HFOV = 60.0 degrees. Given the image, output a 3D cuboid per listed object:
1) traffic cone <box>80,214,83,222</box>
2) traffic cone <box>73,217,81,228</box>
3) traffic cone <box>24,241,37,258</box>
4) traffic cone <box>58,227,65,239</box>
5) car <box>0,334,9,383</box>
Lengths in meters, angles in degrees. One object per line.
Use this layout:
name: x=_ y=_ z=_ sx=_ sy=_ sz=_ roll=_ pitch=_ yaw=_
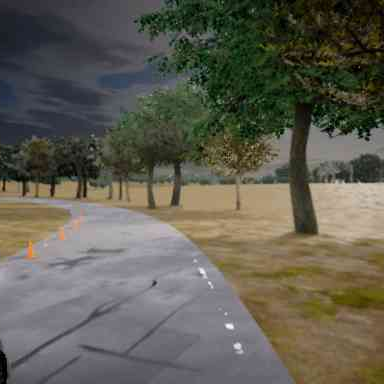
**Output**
traffic cone: x=-8.724 y=2.026 z=26.037 sx=0.340 sy=0.580 sz=0.340 roll=0 pitch=0 yaw=-16
traffic cone: x=-7.482 y=2.026 z=21.330 sx=0.340 sy=0.580 sz=0.340 roll=0 pitch=0 yaw=-13
traffic cone: x=-5.703 y=2.013 z=11.761 sx=0.340 sy=0.580 sz=0.340 roll=0 pitch=0 yaw=-8
traffic cone: x=-6.475 y=2.025 z=16.567 sx=0.340 sy=0.580 sz=0.340 roll=0 pitch=0 yaw=-11
car: x=-2.816 y=1.571 z=1.712 sx=1.994 sy=1.385 sz=4.181 roll=0 pitch=0 yaw=-2
